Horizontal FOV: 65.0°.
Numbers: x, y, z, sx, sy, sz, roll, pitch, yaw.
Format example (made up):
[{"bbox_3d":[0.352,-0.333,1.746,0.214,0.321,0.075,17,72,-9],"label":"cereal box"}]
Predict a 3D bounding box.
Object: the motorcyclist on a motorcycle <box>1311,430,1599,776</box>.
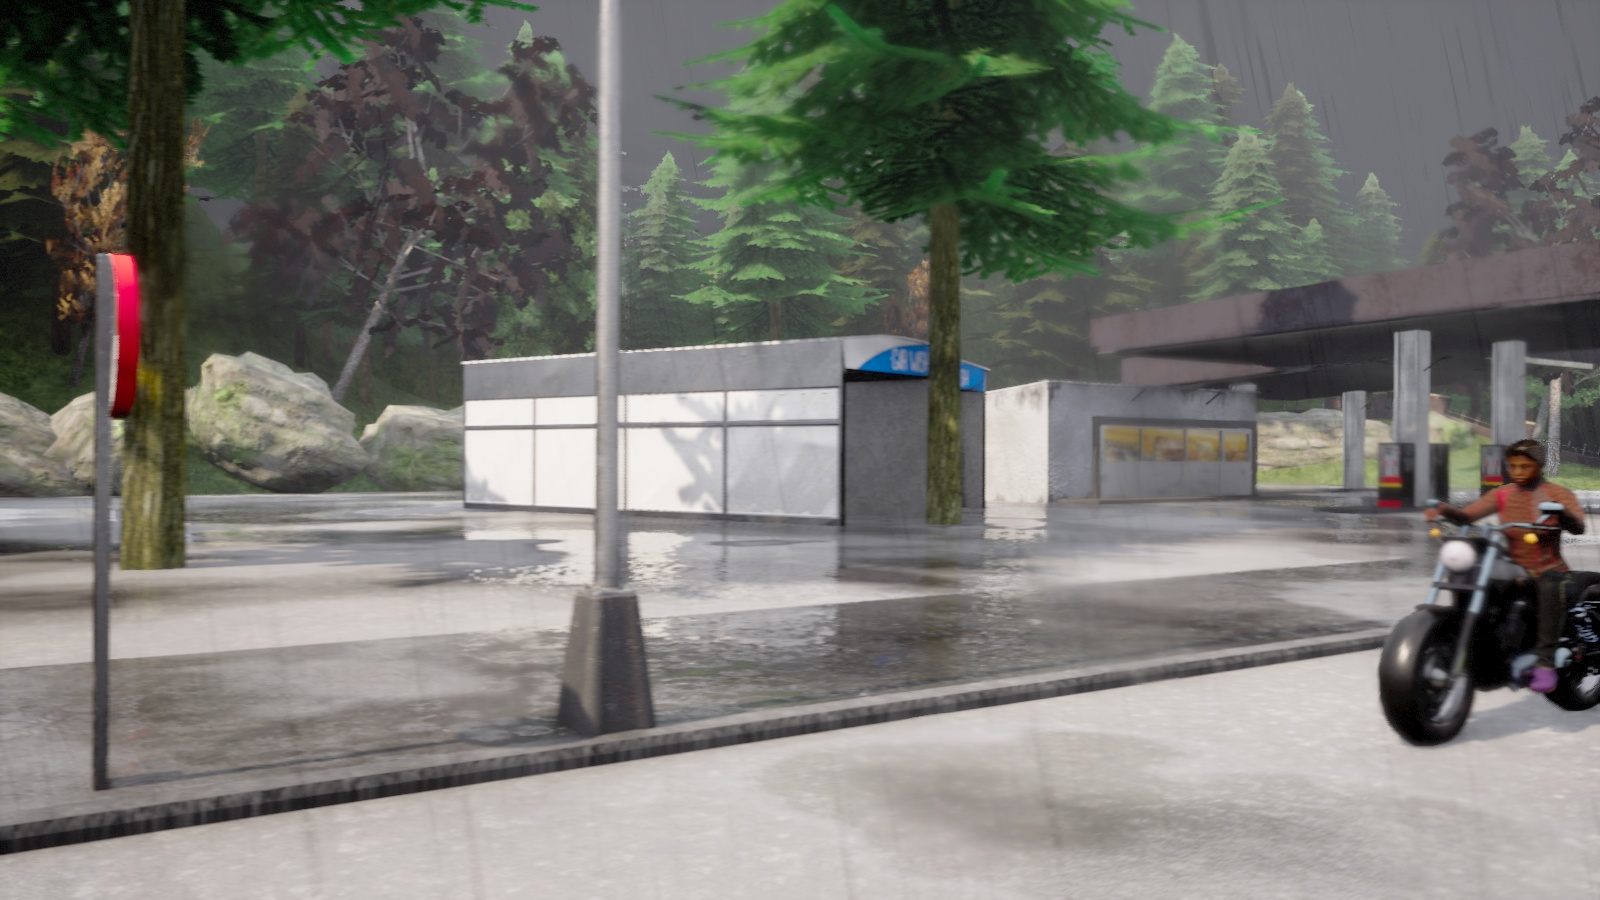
[{"bbox_3d":[3.873,0.729,6.964,2.350,1.649,0.766,0,0,-35],"label":"motorcyclist on a motorcycle"}]
